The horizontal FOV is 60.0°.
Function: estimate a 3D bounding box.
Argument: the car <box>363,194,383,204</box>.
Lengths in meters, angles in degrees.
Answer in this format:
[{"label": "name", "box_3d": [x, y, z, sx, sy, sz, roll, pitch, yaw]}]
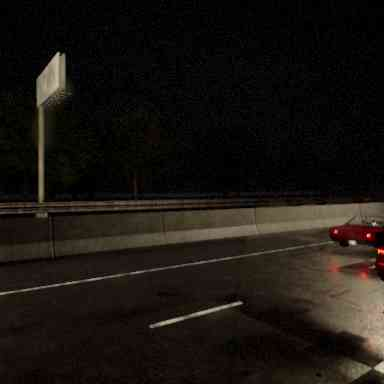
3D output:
[{"label": "car", "box_3d": [24.903, 1.364, 43.494, 5.008, 1.535, 1.882, 0, 0, -36]}]

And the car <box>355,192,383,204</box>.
[{"label": "car", "box_3d": [26.117, 1.090, 48.674, 5.566, 2.045, 2.150, 0, 0, -36]}]

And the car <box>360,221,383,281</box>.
[{"label": "car", "box_3d": [6.378, 1.513, 8.314, 4.674, 1.442, 1.812, 0, 0, -35]}]

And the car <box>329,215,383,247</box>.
[{"label": "car", "box_3d": [7.762, 1.583, 13.611, 4.718, 1.301, 1.895, 0, 0, -35]}]
